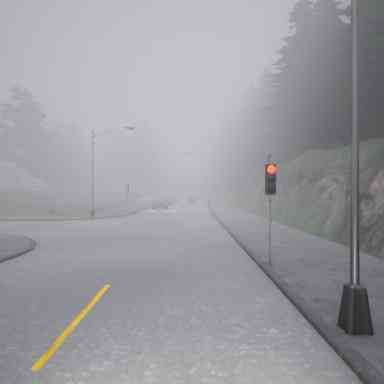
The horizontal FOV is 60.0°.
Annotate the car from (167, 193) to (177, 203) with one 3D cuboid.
[{"bbox_3d":[-4.086,1.221,64.426,2.150,2.045,5.566,0,0,0],"label":"car"}]

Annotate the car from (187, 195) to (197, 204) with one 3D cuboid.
[{"bbox_3d":[0.056,1.478,63.492,1.882,1.535,5.008,0,0,0],"label":"car"}]

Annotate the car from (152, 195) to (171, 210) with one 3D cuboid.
[{"bbox_3d":[-4.115,1.526,43.455,1.812,1.442,4.674,0,0,0],"label":"car"}]

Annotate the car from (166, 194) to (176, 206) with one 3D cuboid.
[{"bbox_3d":[-4.128,1.478,53.746,1.882,1.535,5.008,0,0,0],"label":"car"}]

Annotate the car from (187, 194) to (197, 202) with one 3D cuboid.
[{"bbox_3d":[-0.049,1.355,73.585,2.097,1.767,4.553,0,0,0],"label":"car"}]
